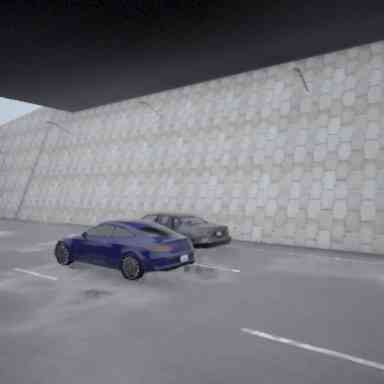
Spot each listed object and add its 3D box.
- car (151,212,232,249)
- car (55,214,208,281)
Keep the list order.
[{"bbox_3d":[-1.070,1.529,13.356,5.357,1.411,2.033,0,0,36],"label":"car"},{"bbox_3d":[-2.068,1.510,9.753,4.674,1.442,1.812,0,0,35],"label":"car"}]
